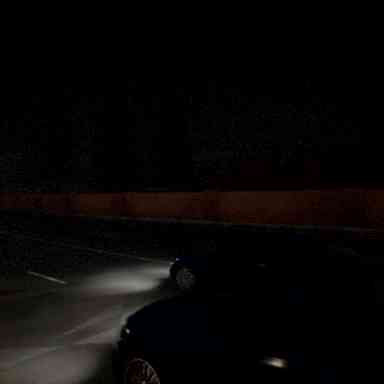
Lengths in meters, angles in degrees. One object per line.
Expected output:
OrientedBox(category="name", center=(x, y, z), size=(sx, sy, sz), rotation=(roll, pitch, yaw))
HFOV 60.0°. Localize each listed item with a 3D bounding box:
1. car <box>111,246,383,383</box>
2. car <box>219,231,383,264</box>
OrientedBox(category="car", center=(1.279, 1.547, 3.157), size=(4.674, 1.442, 1.812), rotation=(-1, -1, 36))
OrientedBox(category="car", center=(1.640, 1.583, 7.229), size=(4.674, 1.442, 1.812), rotation=(-1, -1, 37))
